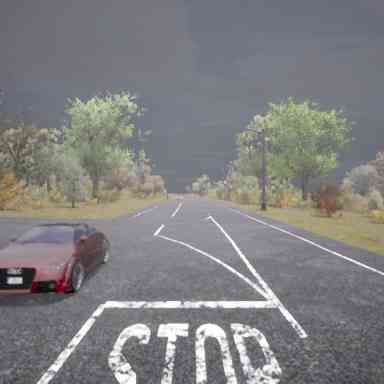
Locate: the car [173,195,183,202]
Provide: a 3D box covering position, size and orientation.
[{"bbox_3d":[-3.351,1.398,80.336,2.097,1.767,4.553,0,0,5],"label":"car"}]

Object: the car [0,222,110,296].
[{"bbox_3d":[-3.499,1.504,8.567,1.994,1.385,4.181,0,2,0],"label":"car"}]
